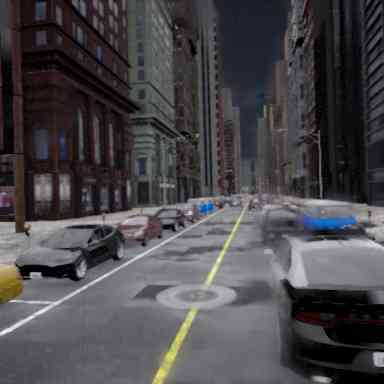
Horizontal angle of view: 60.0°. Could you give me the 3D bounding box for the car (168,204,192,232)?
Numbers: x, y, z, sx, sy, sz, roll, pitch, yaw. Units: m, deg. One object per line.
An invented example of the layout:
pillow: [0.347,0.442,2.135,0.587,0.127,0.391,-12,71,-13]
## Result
car: [-1.535,1.752,21.630,1.947,1.339,4.313,-2,0,10]

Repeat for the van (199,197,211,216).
van: [0.489,1.547,32.720,1.690,1.788,3.998,-2,0,10]

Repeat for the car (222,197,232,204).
car: [7.600,1.840,71.529,1.887,1.381,4.507,-2,0,10]

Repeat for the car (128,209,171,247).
car: [-2.549,1.759,16.085,1.802,1.307,4.206,-2,0,10]

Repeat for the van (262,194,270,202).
van: [18.008,1.421,81.098,1.690,1.788,3.998,-2,-1,10]

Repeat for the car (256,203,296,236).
car: [4.103,1.491,15.443,1.837,1.490,4.892,-2,0,10]

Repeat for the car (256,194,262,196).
car: [10.471,1.594,55.221,1.837,1.490,4.892,-2,0,10]

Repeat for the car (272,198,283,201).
car: [8.880,1.510,31.200,2.008,1.369,4.403,-2,0,10]

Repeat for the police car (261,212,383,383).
police car: [2.320,1.397,5.715,1.930,1.638,5.238,-2,0,10]

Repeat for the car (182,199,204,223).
car: [-0.523,1.636,27.175,1.967,1.590,4.097,-2,0,10]

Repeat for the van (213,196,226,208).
van: [4.549,1.595,54.897,1.690,1.788,3.998,-2,0,10]

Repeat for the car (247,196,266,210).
car: [8.260,1.587,43.009,1.812,1.442,4.674,-2,0,11]

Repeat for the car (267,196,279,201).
car: [10.910,1.526,42.288,1.887,1.381,4.507,-2,0,10]

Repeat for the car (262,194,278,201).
car: [12.933,1.321,53.378,2.192,1.841,5.009,-2,0,10]

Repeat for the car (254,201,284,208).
car: [5.134,1.523,21.352,1.812,1.442,4.674,-2,0,10]

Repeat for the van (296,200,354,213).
van: [5.829,1.271,14.569,1.690,1.788,3.998,-2,0,10]

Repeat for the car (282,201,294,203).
car: [6.850,1.490,20.112,2.008,1.369,4.403,-2,0,10]

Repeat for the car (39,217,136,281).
car: [-3.564,1.735,10.540,1.947,1.339,4.313,-2,0,10]

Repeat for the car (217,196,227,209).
car: [3.533,1.556,49.353,2.192,1.841,5.009,-2,0,10]

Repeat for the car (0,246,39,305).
car: [-4.611,1.688,4.829,1.752,1.417,4.829,-2,0,10]

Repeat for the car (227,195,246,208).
car: [6.899,1.660,52.365,2.128,1.511,4.902,-2,0,10]

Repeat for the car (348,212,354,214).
car: [4.821,1.473,9.023,2.008,1.369,4.403,-2,0,10]

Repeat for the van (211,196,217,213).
van: [1.504,1.559,38.265,1.690,1.788,3.998,-2,0,10]
